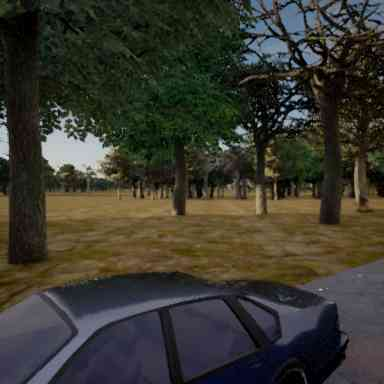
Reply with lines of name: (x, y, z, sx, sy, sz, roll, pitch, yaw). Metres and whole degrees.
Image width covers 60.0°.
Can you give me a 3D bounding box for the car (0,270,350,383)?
car: (-0.692, 1.543, 2.939, 5.357, 1.411, 2.033, 0, 0, -38)
